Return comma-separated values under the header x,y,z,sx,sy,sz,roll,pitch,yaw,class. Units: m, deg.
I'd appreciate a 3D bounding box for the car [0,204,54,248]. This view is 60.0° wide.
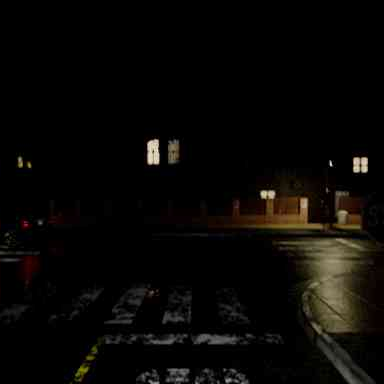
x,y,z,sx,sy,sz,roll,pitch,yaw,class
-8.501,1.320,14.458,4.553,1.767,2.097,0,2,11,car
